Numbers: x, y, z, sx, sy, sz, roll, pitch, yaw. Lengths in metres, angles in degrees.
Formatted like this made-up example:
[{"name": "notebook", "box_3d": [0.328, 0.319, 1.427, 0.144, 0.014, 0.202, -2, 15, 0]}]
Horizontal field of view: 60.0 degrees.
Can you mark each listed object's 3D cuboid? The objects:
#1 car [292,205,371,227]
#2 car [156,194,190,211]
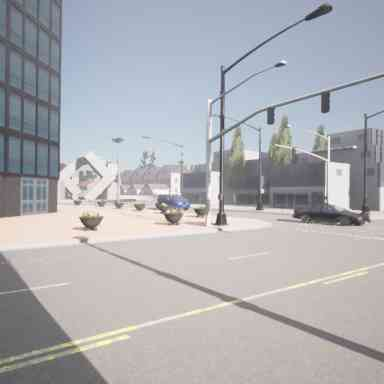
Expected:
[{"name": "car", "box_3d": [9.985, 1.656, 24.275, 2.033, 1.411, 5.357, 1, 0, -39]}, {"name": "car", "box_3d": [-2.446, 1.311, 41.581, 2.150, 2.045, 5.566, 1, -1, -34]}]
